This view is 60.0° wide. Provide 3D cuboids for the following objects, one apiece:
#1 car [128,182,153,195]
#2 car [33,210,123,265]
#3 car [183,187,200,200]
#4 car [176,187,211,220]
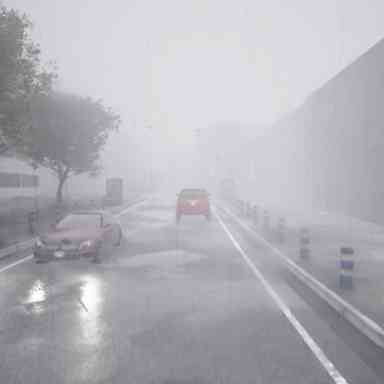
[{"bbox_3d":[-8.814,-0.651,56.502,2.150,2.045,5.566,0,2,-40],"label":"car"},{"bbox_3d":[-3.607,1.382,11.365,1.812,1.442,4.674,0,1,0],"label":"car"},{"bbox_3d":[-0.177,0.135,42.562,1.882,1.535,5.008,0,2,-3],"label":"car"},{"bbox_3d":[0.098,0.686,22.580,2.150,2.045,5.566,0,3,0],"label":"car"}]
